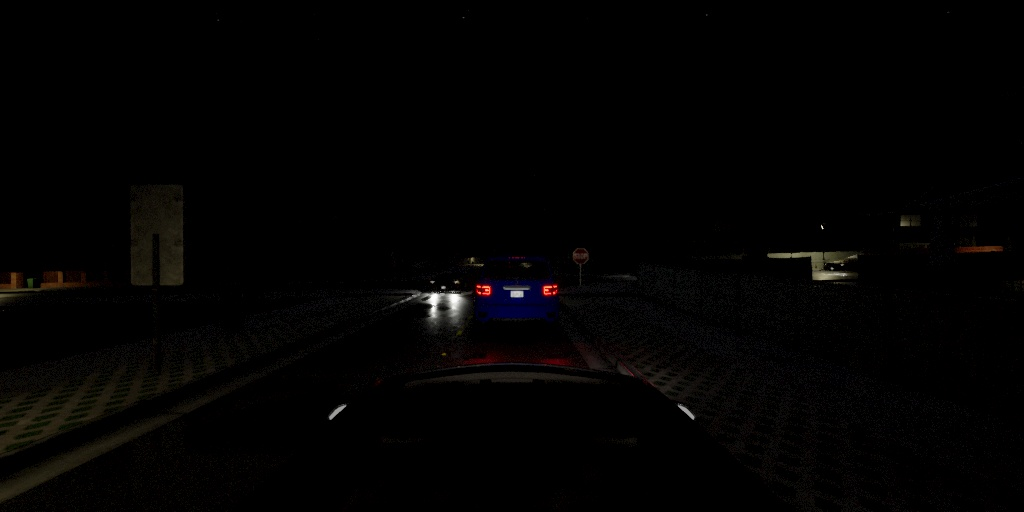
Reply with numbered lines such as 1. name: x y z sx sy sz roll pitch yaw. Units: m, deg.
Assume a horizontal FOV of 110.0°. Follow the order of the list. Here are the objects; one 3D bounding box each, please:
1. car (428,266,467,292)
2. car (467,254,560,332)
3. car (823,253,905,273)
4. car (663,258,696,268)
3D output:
1. car: -2.999 1.293 21.332 2.033 1.411 5.357 -1 -1 13
2. car: 0.122 0.966 10.937 2.150 2.045 5.566 0 0 0
3. car: 26.467 0.487 26.680 5.357 1.411 2.033 -2 0 0
4. car: 12.044 0.861 26.619 4.674 1.442 1.812 -2 0 0
